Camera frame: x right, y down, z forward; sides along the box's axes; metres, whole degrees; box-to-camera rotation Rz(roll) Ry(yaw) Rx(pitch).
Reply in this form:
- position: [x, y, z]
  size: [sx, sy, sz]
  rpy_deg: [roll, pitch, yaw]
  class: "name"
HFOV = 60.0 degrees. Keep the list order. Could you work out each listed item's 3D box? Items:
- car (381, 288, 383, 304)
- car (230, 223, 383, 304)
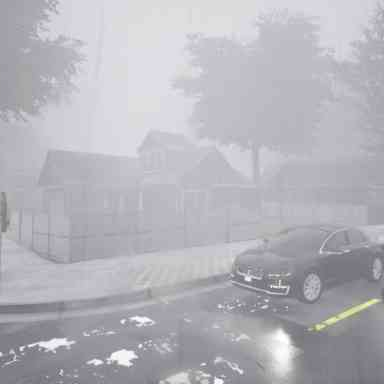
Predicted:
- position: [5.862, 1.618, 6.919]
  size: [5.357, 1.411, 2.033]
  rpy_deg: [1, -1, -39]
  class: "car"
- position: [3.113, 1.591, 8.441]
  size: [4.892, 1.490, 1.837]
  rpy_deg: [1, -1, -37]
  class: "car"
